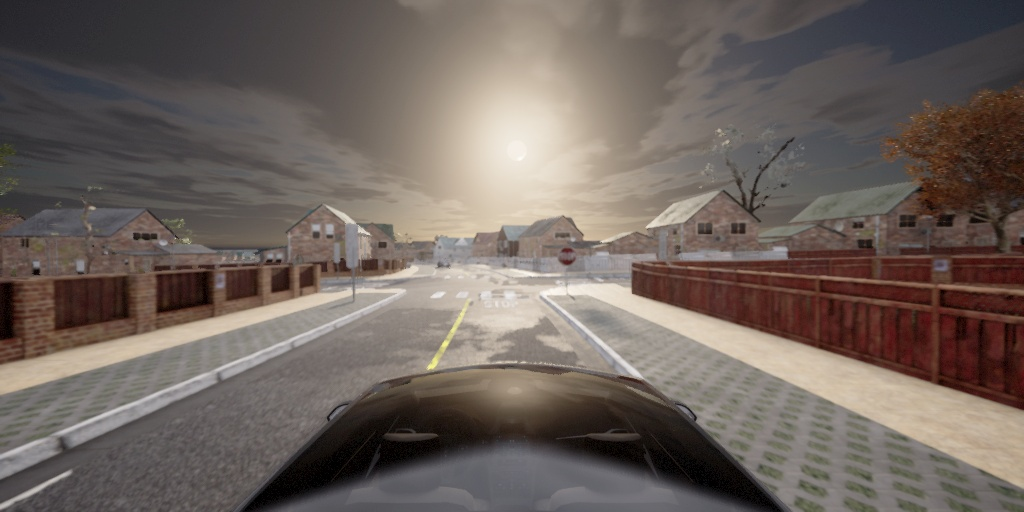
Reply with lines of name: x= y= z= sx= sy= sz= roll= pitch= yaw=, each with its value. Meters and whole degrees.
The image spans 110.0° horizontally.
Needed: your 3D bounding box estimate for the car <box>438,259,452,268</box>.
car: x=-10.815 y=1.195 z=57.311 sx=2.128 sy=1.511 sz=4.902 roll=0 pitch=0 yaw=-16
